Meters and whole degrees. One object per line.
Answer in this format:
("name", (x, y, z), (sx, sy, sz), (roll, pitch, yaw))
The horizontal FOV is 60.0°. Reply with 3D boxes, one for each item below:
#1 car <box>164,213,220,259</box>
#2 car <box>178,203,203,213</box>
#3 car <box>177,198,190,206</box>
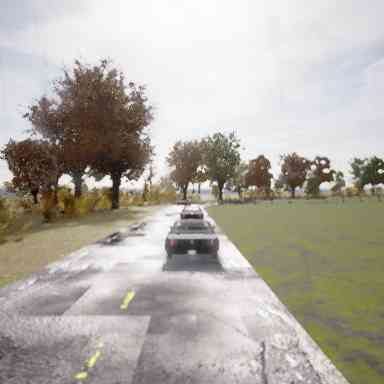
("car", (0.016, 1.733, 13.240), (1.895, 1.301, 4.718), (0, -1, 0))
("car", (0.011, 1.871, 28.230), (1.895, 1.301, 4.718), (0, 0, 0))
("car", (-1.653, 2.008, 65.806), (1.882, 1.535, 5.008), (0, 0, 9))
